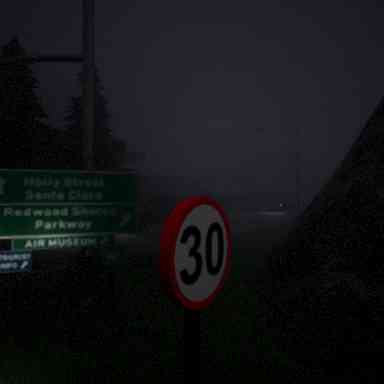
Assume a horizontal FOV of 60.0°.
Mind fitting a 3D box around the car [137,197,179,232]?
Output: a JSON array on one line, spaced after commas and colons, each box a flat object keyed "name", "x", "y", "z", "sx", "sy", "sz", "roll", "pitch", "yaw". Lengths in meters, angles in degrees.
[{"name": "car", "x": -2.886, "y": 1.346, "z": 21.543, "sx": 2.150, "sy": 2.045, "sz": 5.566, "roll": 0, "pitch": 0, "yaw": 36}]

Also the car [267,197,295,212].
[{"name": "car", "x": 10.829, "y": 1.478, "z": 40.387, "sx": 2.097, "sy": 1.767, "sz": 4.553, "roll": 0, "pitch": 0, "yaw": 36}]
